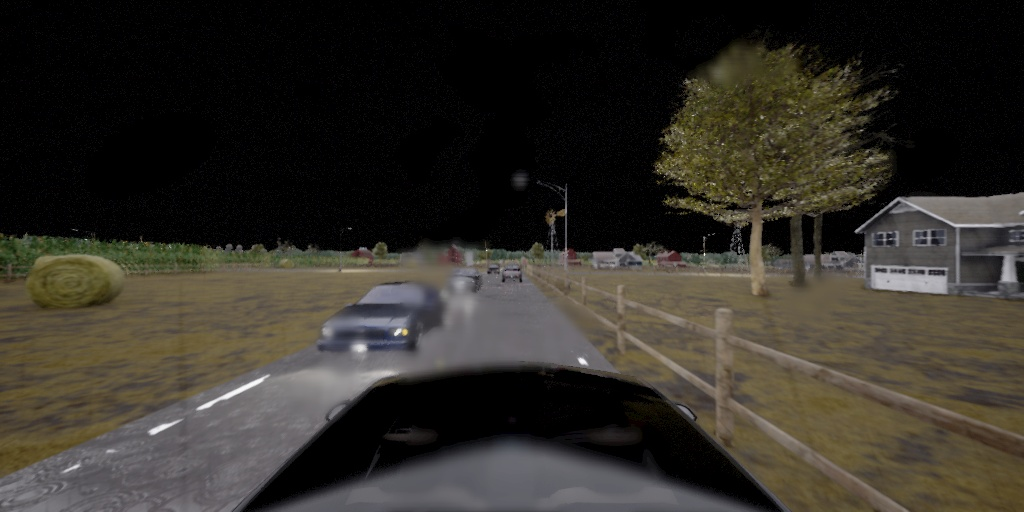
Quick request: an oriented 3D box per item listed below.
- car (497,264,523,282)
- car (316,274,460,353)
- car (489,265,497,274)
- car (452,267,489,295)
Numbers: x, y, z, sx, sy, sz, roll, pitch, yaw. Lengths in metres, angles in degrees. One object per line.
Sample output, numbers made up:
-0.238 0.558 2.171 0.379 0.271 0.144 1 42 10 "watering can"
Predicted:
0.036 1.636 34.060 2.128 1.511 4.902 0 -1 1 "car"
-2.850 1.382 9.398 2.033 1.411 5.357 0 -1 0 "car"
-2.753 2.030 54.384 2.033 1.411 5.357 0 -1 0 "car"
-2.836 1.476 22.069 2.128 1.511 4.902 0 -1 0 "car"
